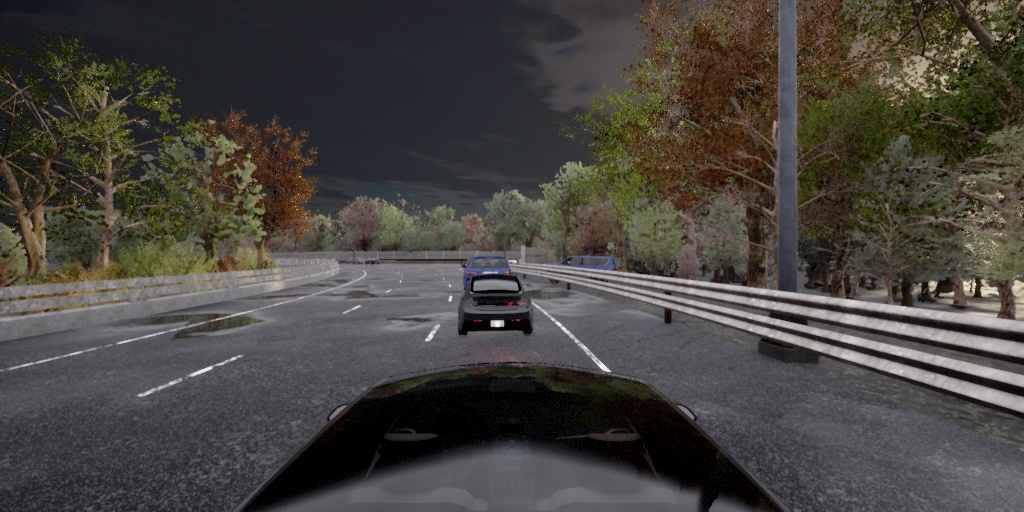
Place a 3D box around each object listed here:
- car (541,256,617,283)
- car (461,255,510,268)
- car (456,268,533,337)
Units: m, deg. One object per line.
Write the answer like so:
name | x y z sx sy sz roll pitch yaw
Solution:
car | 4.867 0.974 26.153 5.566 2.045 2.150 3 1 5
car | -1.308 0.967 17.853 2.150 2.045 5.566 0 0 -9
car | -0.538 1.252 10.375 1.837 1.490 4.892 0 0 -5
